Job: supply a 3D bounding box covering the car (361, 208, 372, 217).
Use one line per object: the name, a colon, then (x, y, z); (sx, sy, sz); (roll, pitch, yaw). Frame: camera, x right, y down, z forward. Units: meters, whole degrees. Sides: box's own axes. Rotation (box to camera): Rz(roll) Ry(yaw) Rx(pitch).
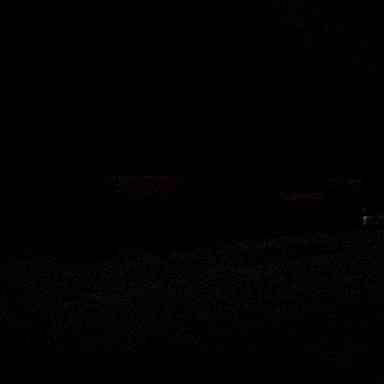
car: (18.264, 2.114, 38.530); (1.812, 1.442, 4.674); (-1, -1, -36)
